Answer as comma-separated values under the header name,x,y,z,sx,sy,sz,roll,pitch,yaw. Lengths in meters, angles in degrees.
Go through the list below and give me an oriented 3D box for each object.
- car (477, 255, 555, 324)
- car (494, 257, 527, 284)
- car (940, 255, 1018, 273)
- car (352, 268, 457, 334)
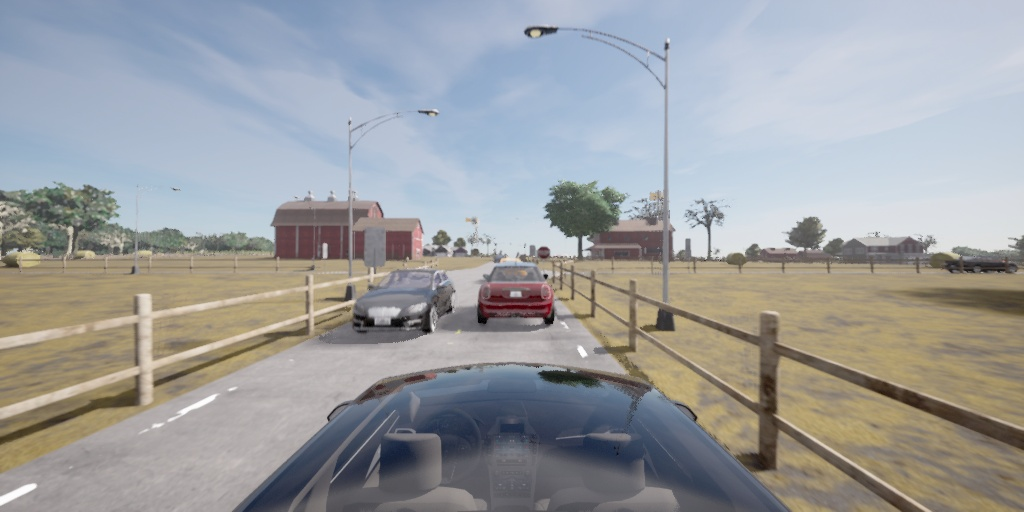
name,x,y,z,sx,sy,sz,roll,pitch,yaw
car,0.123,0.962,11.402,2.097,1.767,4.553,0,1,1
car,-0.188,0.904,24.792,1.882,1.535,5.008,0,1,-5
car,42.506,0.782,32.525,5.008,1.535,1.882,0,-1,1
car,-2.791,1.115,10.239,2.128,1.511,4.902,0,1,0
